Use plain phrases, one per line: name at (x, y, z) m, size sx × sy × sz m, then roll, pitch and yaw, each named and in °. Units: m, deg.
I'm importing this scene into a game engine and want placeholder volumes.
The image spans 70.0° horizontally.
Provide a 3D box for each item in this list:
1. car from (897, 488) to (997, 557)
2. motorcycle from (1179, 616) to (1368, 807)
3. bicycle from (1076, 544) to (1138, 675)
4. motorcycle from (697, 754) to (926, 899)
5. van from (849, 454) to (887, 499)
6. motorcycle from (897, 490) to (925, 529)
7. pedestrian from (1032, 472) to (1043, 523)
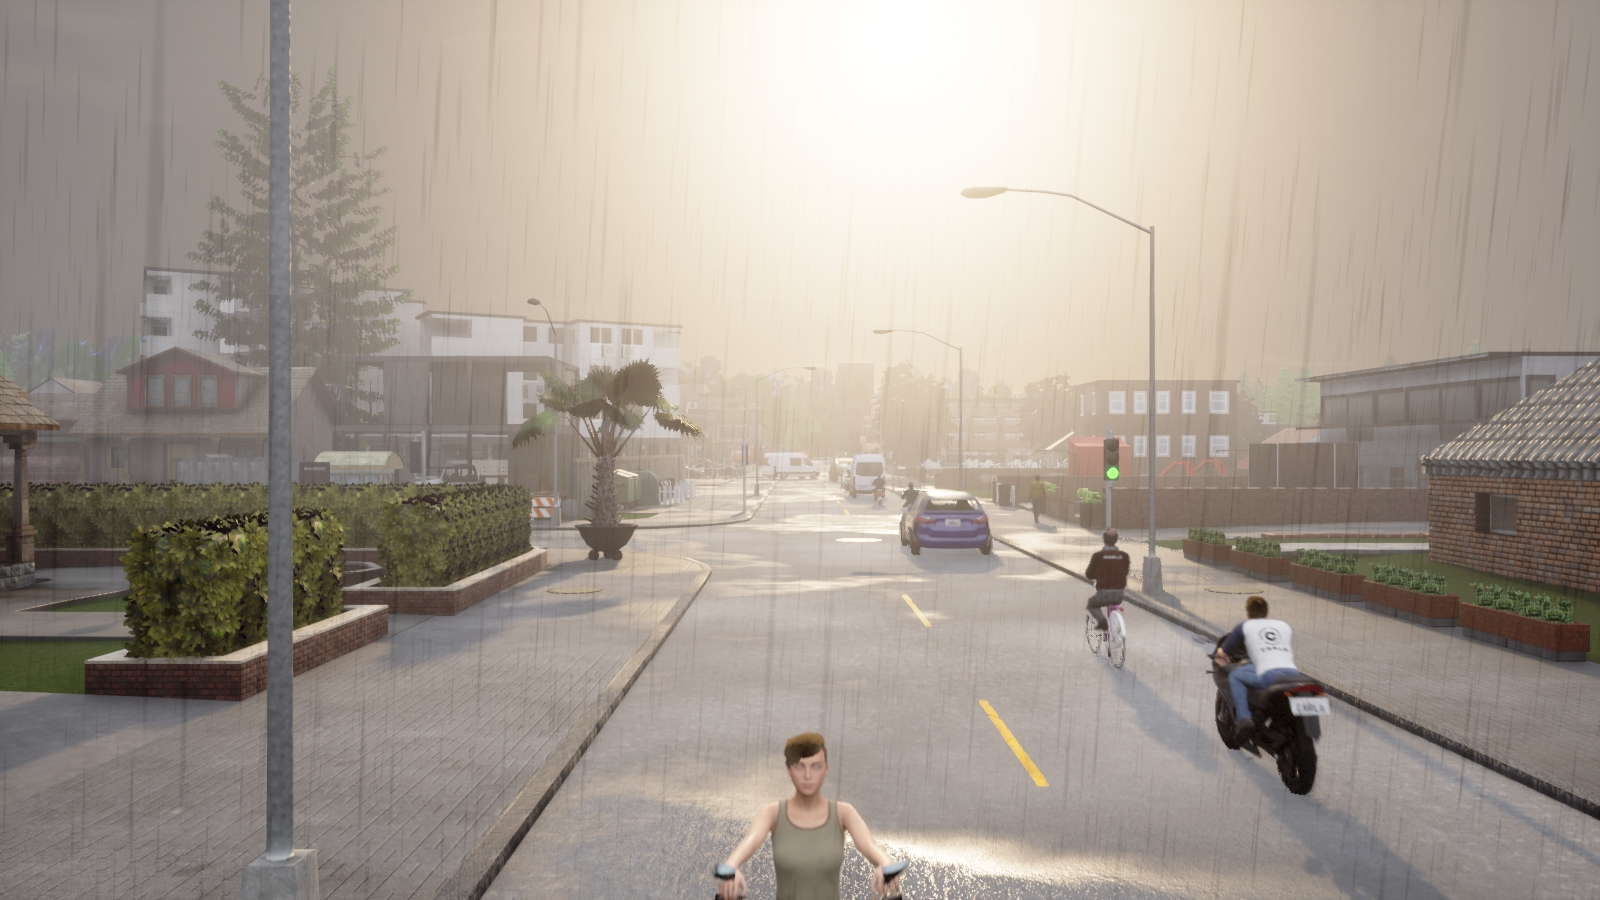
car at (4.032, 1.967, 32.183) m, size 2.242 × 1.667 × 4.611 m, roll 0°, pitch 0°, yaw 0°
motorcycle at (4.024, 2.186, 9.921) m, size 0.803 × 1.199 × 2.033 m, roll 0°, pitch 0°, yaw 0°
bicycle at (4.043, 2.060, 15.127) m, size 0.329 × 1.471 × 1.835 m, roll 0°, pitch 0°, yaw 0°
motorcycle at (0.041, 2.155, 4.447) m, size 0.764 × 1.307 × 2.356 m, roll 0°, pitch 0°, yaw 0°
van at (4.032, 1.535, 68.677) m, size 1.988 × 2.561 × 5.915 m, roll 0°, pitch 0°, yaw 0°
motorcycle at (4.029, 2.142, 41.636) m, size 0.856 × 1.316 × 1.805 m, roll 0°, pitch 0°, yaw 0°
pedestrian at (8.680, 1.744, 41.815) m, size 0.375 × 1.860 × 0.375 m, roll 0°, pitch 0°, yaw 14°
